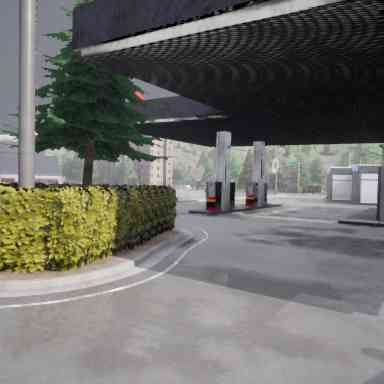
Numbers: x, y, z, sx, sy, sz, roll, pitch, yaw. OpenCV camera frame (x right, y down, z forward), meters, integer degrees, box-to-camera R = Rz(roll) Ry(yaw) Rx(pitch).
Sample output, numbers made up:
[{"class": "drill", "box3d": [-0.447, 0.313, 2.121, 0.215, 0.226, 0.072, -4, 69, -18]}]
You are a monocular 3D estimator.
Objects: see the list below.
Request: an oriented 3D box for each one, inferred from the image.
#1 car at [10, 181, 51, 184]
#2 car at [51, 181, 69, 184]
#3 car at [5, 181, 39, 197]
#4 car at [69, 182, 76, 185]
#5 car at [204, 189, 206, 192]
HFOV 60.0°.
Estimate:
[{"class": "car", "box3d": [-17.196, -0.173, 35.193, 3.866, 1.878, 1.905, 2, 2, 35]}, {"class": "car", "box3d": [-26.734, -1.251, 65.441, 3.866, 1.878, 1.905, 2, 2, 35]}, {"class": "car", "box3d": [-21.727, -0.457, 42.412, 4.605, 1.855, 1.932, 2, 2, 35]}, {"class": "car", "box3d": [-25.395, -1.278, 68.053, 4.605, 1.855, 1.932, 2, 2, 35]}, {"class": "car", "box3d": [4.930, -0.335, 65.577, 5.027, 1.636, 2.152, 2, 2, 35]}]
